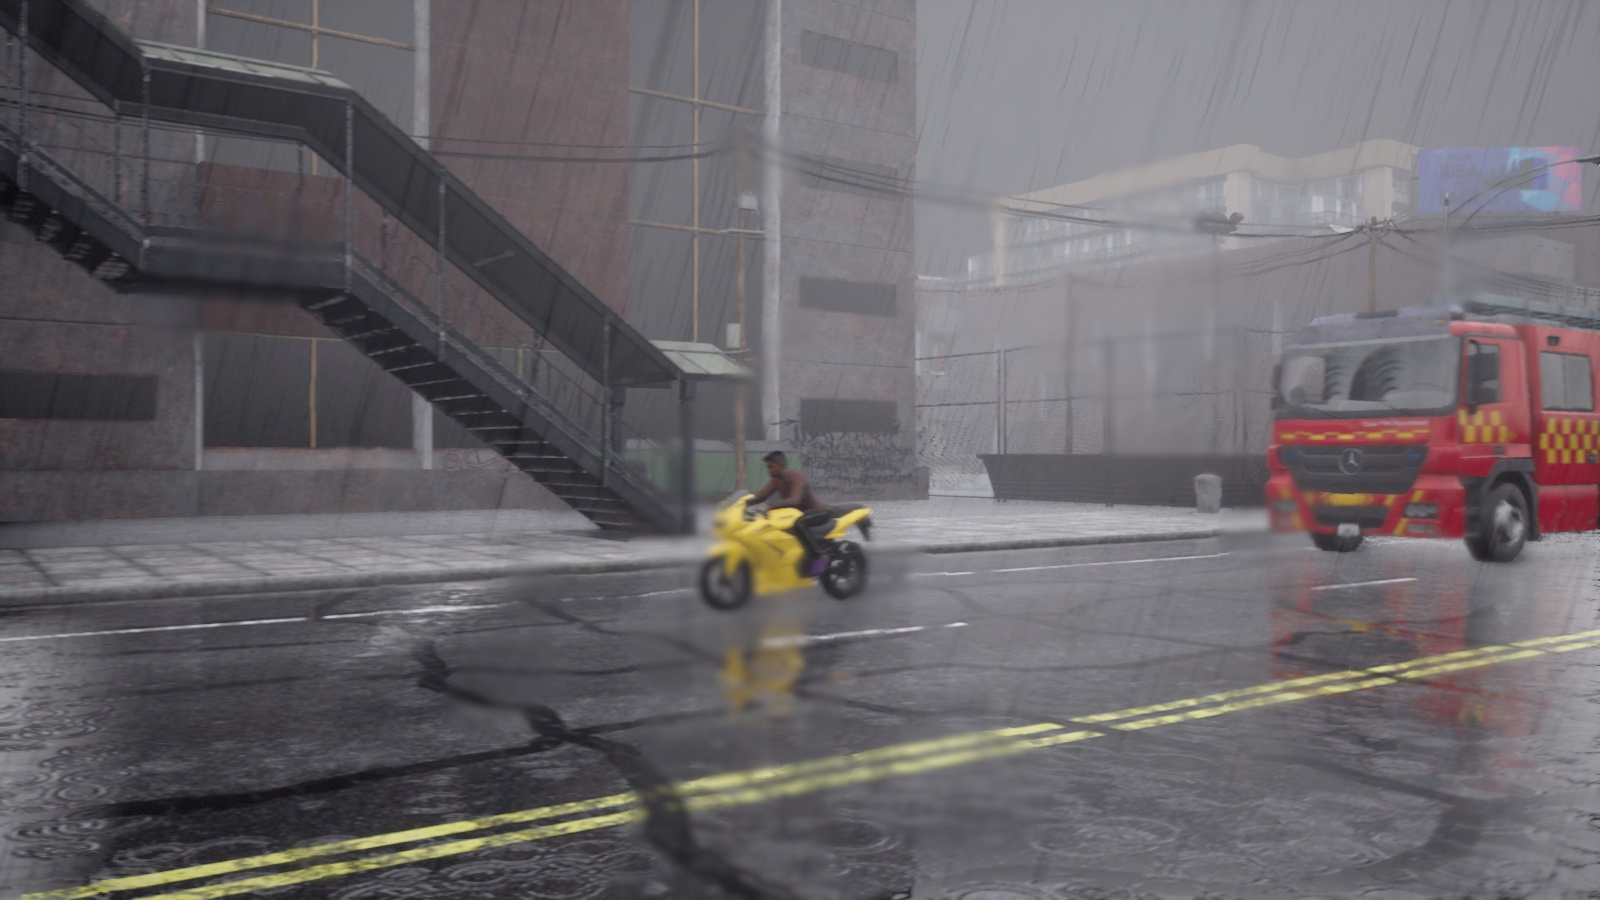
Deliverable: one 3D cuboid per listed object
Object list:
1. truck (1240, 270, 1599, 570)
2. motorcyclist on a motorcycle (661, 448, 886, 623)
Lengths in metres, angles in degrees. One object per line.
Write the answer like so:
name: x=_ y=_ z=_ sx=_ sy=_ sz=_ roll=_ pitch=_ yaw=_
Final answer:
truck: x=10.769 y=-0.374 z=19.645 sx=8.468 sy=3.827 sz=2.891 roll=0 pitch=0 yaw=-35
motorcyclist on a motorcycle: x=-0.229 y=0.761 z=12.079 sx=2.044 sy=1.523 sz=0.797 roll=-1 pitch=1 yaw=-35
